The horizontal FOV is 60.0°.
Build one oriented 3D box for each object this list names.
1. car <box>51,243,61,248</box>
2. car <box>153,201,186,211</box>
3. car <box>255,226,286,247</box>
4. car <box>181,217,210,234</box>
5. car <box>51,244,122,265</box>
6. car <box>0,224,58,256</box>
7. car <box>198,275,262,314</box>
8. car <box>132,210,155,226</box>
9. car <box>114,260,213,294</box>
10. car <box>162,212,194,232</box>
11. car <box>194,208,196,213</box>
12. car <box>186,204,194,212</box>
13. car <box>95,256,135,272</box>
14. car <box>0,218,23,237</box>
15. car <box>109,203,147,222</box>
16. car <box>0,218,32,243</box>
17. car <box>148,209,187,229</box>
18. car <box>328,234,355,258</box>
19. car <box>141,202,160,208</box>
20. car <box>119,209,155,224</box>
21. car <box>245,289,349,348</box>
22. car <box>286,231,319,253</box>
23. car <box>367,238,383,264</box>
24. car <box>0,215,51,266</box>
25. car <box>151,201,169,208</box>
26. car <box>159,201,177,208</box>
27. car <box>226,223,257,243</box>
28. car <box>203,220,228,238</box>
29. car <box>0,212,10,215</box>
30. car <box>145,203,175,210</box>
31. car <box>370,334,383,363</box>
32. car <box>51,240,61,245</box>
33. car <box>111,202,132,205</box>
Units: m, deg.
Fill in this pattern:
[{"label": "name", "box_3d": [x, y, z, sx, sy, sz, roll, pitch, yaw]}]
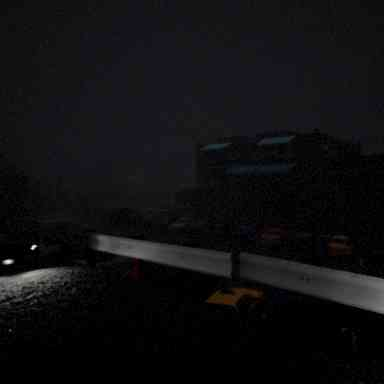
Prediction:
[{"label": "car", "box_3d": [-7.192, 4.172, 21.065, 2.163, 1.488, 4.792, 0, 2, 25]}, {"label": "car", "box_3d": [-4.824, 3.455, 69.868, 5.566, 2.045, 2.435, 3, 1, 24]}, {"label": "car", "box_3d": [7.596, 3.964, 30.469, 1.946, 1.575, 5.366, 1, 1, 25]}, {"label": "car", "box_3d": [1.215, 3.760, 36.543, 2.231, 1.521, 4.892, 2, 1, 25]}, {"label": "car", "box_3d": [-5.071, 3.966, 18.874, 2.435, 2.045, 5.566, 1, 3, 25]}, {"label": "car", "box_3d": [-13.658, 3.804, 27.378, 2.185, 1.767, 4.553, 0, 2, 25]}, {"label": "car", "box_3d": [1.464, 4.421, 12.708, 1.946, 1.575, 5.366, 0, 2, 25]}, {"label": "car", "box_3d": [-5.089, 3.549, 42.782, 2.231, 1.521, 4.892, 2, 1, 25]}, {"label": "car", "box_3d": [-0.742, 4.107, 14.681, 2.435, 2.045, 5.566, 0, 2, 25]}, {"label": "car", "box_3d": [-0.956, 3.688, 38.448, 1.946, 1.575, 5.366, 2, 1, 25]}, {"label": "car", "box_3d": [-0.654, 3.802, 74.211, 5.008, 1.535, 2.097, 3, 1, 24]}, {"label": "car", "box_3d": [-2.763, 3.796, 72.042, 4.674, 1.452, 2.002, 3, 1, 24]}, {"label": "car", "box_3d": [-2.892, 4.288, 16.791, 2.231, 1.521, 4.892, 1, 3, 25]}, {"label": "car", "box_3d": [-20.100, 3.715, 33.778, 2.231, 1.521, 4.892, 0, 2, 25]}, {"label": "car", "box_3d": [-9.290, 3.156, 46.961, 2.435, 2.045, 5.566, 1, 1, 25]}, {"label": "car", "box_3d": [-17.932, 3.659, 31.680, 2.185, 1.767, 4.553, 1, 2, 25]}, {"label": "car", "box_3d": [-2.971, 3.493, 40.723, 2.185, 1.767, 4.553, 2, 1, 25]}, {"label": "car", "box_3d": [11.802, 4.105, 26.308, 1.946, 1.575, 5.366, 1, 1, 25]}, {"label": "car", "box_3d": [-11.166, 3.471, 89.434, 4.792, 1.488, 2.163, 1, -1, 24]}, {"label": "car", "box_3d": [-7.195, 3.518, 44.858, 2.002, 1.452, 4.674, 1, 1, 25]}, {"label": "car", "box_3d": [3.526, 4.252, 10.377, 2.435, 2.045, 5.566, 1, 2, 25]}, {"label": "car", "box_3d": [9.633, 4.039, 28.215, 2.097, 1.535, 5.008, 1, 1, 25]}, {"label": "car", "box_3d": [13.831, 4.210, 24.030, 2.163, 1.488, 4.792, 2, 1, 25]}, {"label": "car", "box_3d": [-6.772, 1.598, 10.754, 2.033, 1.411, 5.357, -1, -2, -45]}, {"label": "car", "box_3d": [-8.866, 3.363, 91.899, 4.553, 1.767, 2.185, 1, 0, 24]}, {"label": "car", "box_3d": [-6.749, 3.406, 94.012, 4.553, 1.767, 2.185, 1, 0, 24]}, {"label": "car", "box_3d": [5.416, 3.899, 32.381, 2.097, 1.535, 5.008, 2, 1, 25]}, {"label": "car", "box_3d": [3.326, 3.858, 34.486, 2.163, 1.488, 4.792, 1, 1, 25]}, {"label": "car", "box_3d": [-22.246, 3.392, 35.869, 2.435, 2.045, 5.566, 1, 2, 25]}, {"label": "car", "box_3d": [-6.795, 3.652, 67.631, 5.366, 1.575, 1.946, 3, 0, 24]}, {"label": "car", "box_3d": [5.701, 4.603, 8.318, 2.163, 1.488, 4.792, 0, 2, 25]}, {"label": "car", "box_3d": [-9.345, 3.820, 23.178, 2.435, 2.045, 5.566, 0, 2, 25]}, {"label": "car", "box_3d": [-18.259, 3.297, 82.113, 4.892, 1.521, 2.231, 1, -1, 24]}]
